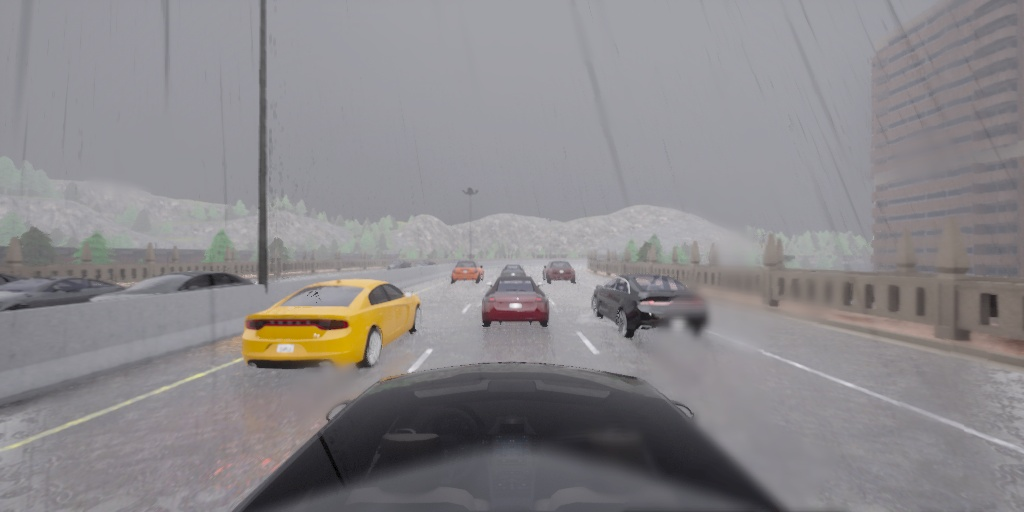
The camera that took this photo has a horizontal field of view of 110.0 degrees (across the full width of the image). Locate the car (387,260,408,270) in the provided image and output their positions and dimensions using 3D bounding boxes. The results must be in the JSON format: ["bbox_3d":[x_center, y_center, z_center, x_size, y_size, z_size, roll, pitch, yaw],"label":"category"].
[{"bbox_3d":[-16.297,1.340,52.051,2.128,1.511,4.902,0,0,9],"label":"car"}]

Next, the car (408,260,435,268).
[{"bbox_3d":[-12.733,1.341,52.200,2.128,1.511,4.902,0,0,9],"label":"car"}]

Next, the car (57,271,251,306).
[{"bbox_3d":[-10.602,1.274,11.579,1.837,1.490,4.892,0,0,0],"label":"car"}]

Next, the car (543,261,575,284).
[{"bbox_3d":[3.592,1.154,28.113,2.097,1.767,4.553,0,0,0],"label":"car"}]

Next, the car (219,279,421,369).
[{"bbox_3d":[-3.401,1.240,7.860,1.882,1.535,5.008,0,0,0],"label":"car"}]

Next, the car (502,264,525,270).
[{"bbox_3d":[0.094,1.368,29.131,1.994,1.385,4.181,0,0,0],"label":"car"}]

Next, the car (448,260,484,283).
[{"bbox_3d":[-3.407,1.154,28.215,2.097,1.767,4.553,0,0,0],"label":"car"}]

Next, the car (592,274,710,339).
[{"bbox_3d":[3.598,1.259,10.162,2.128,1.511,4.902,0,0,0],"label":"car"}]

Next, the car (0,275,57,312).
[{"bbox_3d":[-14.102,1.332,10.824,1.994,1.385,4.181,0,0,0],"label":"car"}]

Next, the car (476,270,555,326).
[{"bbox_3d":[0.097,1.334,11.815,1.994,1.385,4.181,0,0,0],"label":"car"}]
